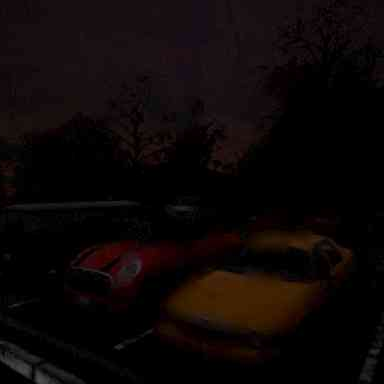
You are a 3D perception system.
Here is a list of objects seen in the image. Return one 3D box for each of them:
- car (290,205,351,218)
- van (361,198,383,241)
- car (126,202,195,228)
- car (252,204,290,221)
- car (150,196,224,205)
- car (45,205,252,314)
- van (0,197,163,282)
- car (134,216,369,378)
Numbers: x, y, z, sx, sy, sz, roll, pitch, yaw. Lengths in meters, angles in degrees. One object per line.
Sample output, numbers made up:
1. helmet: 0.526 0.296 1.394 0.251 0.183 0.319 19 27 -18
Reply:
1. car: 7.143 1.478 17.503 1.946 1.575 5.366 0 0 35
2. van: 9.253 1.252 15.647 1.878 1.987 4.442 0 0 35
3. car: -2.106 1.568 23.769 2.231 1.521 4.892 -1 -1 35
4. car: 4.968 1.488 19.036 1.946 1.575 5.366 0 0 35
5. car: 0.169 1.280 22.155 2.435 2.045 5.566 -1 -1 35
6. car: -0.642 1.354 7.792 2.185 1.767 4.553 0 0 35
7. van: -3.076 1.270 9.611 1.878 1.987 4.442 0 0 35
8. car: 1.619 1.474 5.935 1.946 1.575 5.366 0 0 35
